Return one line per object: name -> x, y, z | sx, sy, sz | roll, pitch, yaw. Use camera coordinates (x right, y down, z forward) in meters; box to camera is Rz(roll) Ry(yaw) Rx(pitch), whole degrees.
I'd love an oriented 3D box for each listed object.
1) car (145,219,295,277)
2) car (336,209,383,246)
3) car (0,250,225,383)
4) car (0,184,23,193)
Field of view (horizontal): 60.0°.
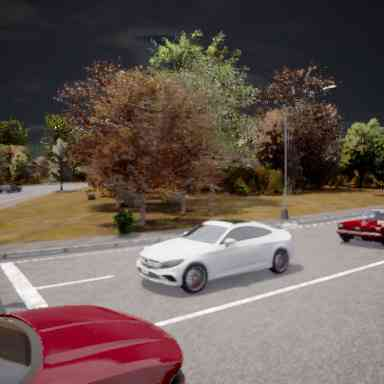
car -> 0.832, 1.492, 8.891 | 4.674, 1.442, 1.812 | -1, 0, -35
car -> 8.190, 1.405, 14.118 | 4.718, 1.301, 1.895 | -2, 1, -35
car -> -2.335, 1.478, 2.082 | 5.008, 1.535, 1.882 | 0, 0, -35
car -> -29.797, -0.552, 54.484 | 2.033, 1.411, 5.357 | 0, 4, -1
